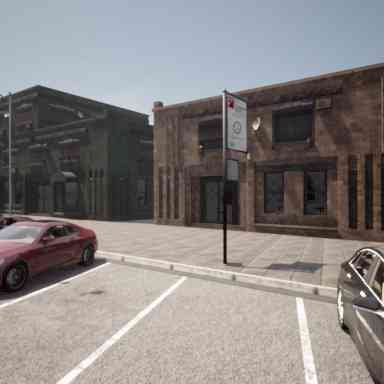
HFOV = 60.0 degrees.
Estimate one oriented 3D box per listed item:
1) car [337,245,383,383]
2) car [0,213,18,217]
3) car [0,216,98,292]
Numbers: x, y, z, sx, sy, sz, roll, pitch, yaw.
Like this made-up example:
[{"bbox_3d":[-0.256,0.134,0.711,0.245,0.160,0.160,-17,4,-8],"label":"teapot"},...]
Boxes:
[{"bbox_3d":[2.984,1.487,3.967,2.231,1.521,4.892,1,-1,15],"label":"car"},{"bbox_3d":[-6.809,1.518,10.888,2.163,1.488,4.792,1,-1,16],"label":"car"},{"bbox_3d":[-4.356,1.527,9.176,2.002,1.452,4.674,1,-1,15],"label":"car"}]
